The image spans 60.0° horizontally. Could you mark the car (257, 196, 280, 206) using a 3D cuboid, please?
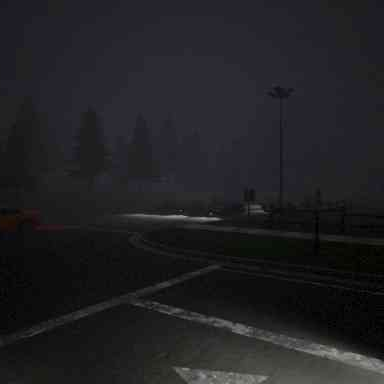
[{"bbox_3d":[13.332,1.492,57.836,2.128,1.511,4.902,0,0,36],"label":"car"}]

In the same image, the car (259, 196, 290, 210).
[{"bbox_3d":[10.157,1.526,41.245,1.812,1.442,4.674,0,0,35],"label":"car"}]

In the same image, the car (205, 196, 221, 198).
[{"bbox_3d":[2.394,1.354,42.385,2.097,1.767,4.553,0,0,35],"label":"car"}]

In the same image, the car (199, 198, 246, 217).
[{"bbox_3d":[3.196,1.547,31.359,2.033,1.411,5.357,0,0,35],"label":"car"}]

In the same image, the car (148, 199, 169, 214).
[{"bbox_3d":[-2.659,1.526,35.167,1.812,1.442,4.674,0,0,35],"label":"car"}]

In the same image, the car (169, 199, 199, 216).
[{"bbox_3d":[0.056,1.562,32.977,1.994,1.385,4.181,0,0,35],"label":"car"}]

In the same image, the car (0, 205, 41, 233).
[{"bbox_3d":[-10.670,1.477,17.720,1.882,1.535,5.008,0,0,35],"label":"car"}]

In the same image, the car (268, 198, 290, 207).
[{"bbox_3d":[13.773,1.601,52.434,1.895,1.301,4.718,0,0,35],"label":"car"}]

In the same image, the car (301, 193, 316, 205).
[{"bbox_3d":[19.761,1.225,54.789,2.150,2.045,5.566,0,0,36],"label":"car"}]
